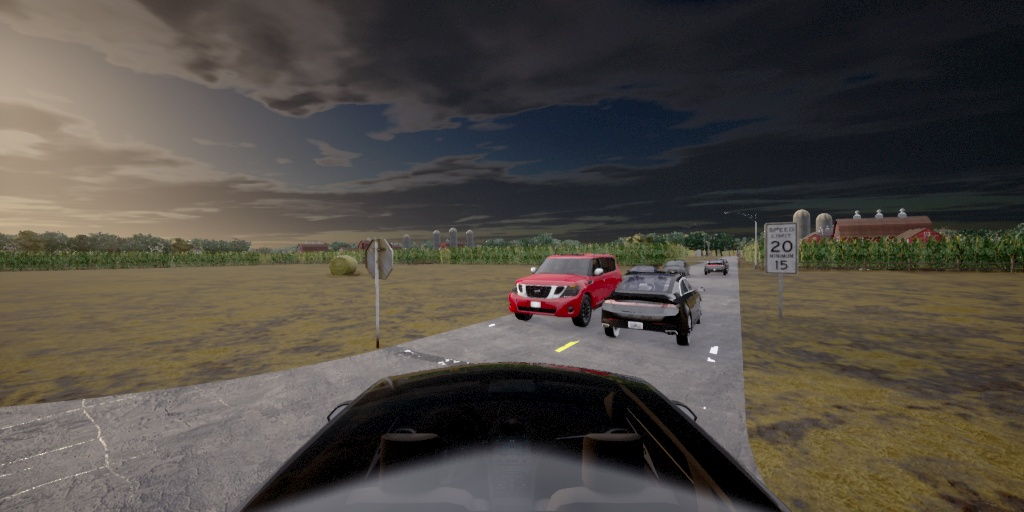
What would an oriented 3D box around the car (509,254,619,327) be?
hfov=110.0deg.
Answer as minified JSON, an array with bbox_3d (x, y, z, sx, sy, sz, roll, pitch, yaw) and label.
[{"bbox_3d":[2.078,0.934,11.962,2.150,2.045,5.566,0,0,32],"label":"car"}]

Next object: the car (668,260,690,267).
[{"bbox_3d":[14.783,1.112,32.204,1.837,1.490,4.892,0,1,32],"label":"car"}]

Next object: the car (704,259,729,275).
[{"bbox_3d":[20.325,1.077,35.627,2.128,1.511,4.902,0,0,33],"label":"car"}]

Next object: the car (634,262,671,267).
[{"bbox_3d":[7.795,1.232,21.118,1.994,1.385,4.181,0,0,32],"label":"car"}]

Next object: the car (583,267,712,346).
[{"bbox_3d":[3.852,1.213,9.488,2.128,1.511,4.902,0,0,32],"label":"car"}]
